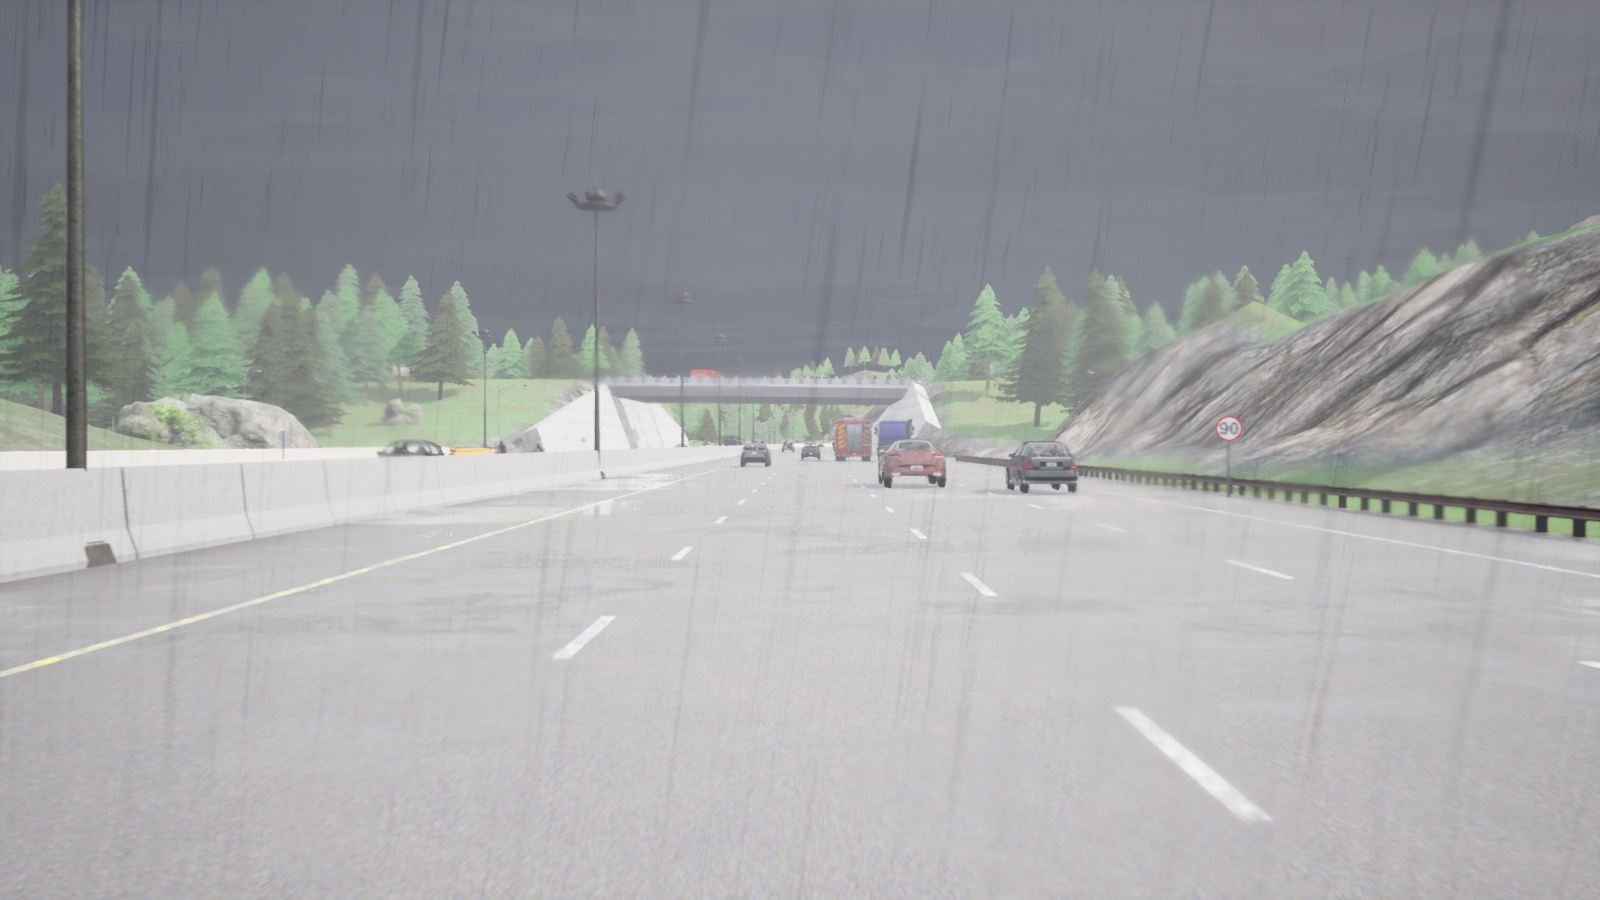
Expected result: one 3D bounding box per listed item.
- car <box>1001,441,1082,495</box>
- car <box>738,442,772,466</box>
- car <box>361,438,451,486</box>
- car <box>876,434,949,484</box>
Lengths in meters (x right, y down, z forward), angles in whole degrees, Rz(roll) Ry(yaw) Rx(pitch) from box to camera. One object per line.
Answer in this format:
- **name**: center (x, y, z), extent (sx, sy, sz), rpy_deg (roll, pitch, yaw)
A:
- **car**: center (7.333, 0.517, 38.483), extent (1.789, 1.549, 3.705), rpy_deg (0, 1, 0)
- **car**: center (-2.826, 0.239, 79.884), extent (2.007, 1.525, 4.514), rpy_deg (0, 0, 0)
- **car**: center (-13.625, 0.387, 43.667), extent (1.851, 1.617, 3.988), rpy_deg (0, 0, 0)
- **car**: center (3.880, 0.279, 44.197), extent (2.152, 1.651, 5.027), rpy_deg (0, 0, 0)
